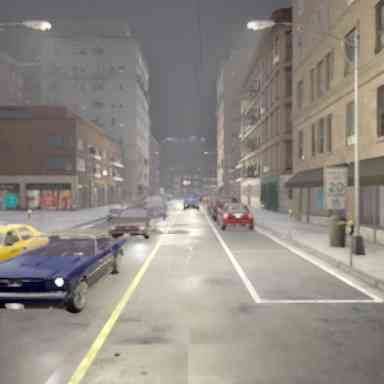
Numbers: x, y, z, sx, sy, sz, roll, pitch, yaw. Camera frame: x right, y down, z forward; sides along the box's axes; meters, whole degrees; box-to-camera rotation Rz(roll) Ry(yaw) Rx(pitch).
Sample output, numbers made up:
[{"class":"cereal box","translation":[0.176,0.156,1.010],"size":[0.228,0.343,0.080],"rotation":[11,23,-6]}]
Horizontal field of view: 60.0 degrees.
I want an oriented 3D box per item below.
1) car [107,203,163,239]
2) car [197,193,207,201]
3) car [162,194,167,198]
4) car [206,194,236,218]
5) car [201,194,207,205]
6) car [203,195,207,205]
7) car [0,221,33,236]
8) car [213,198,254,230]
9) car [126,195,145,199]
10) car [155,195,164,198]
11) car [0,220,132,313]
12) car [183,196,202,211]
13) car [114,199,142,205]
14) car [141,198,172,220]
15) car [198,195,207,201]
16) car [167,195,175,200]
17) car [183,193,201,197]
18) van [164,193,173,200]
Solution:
[{"class":"car","translation":[-2.902,1.514,17.470],"size":[2.033,1.411,5.357],"rotation":[0,0,0]},{"class":"car","translation":[2.421,1.133,82.830],"size":[2.192,1.841,5.009],"rotation":[0,0,0]},{"class":"car","translation":[-5.529,1.417,54.331],"size":[1.752,1.417,4.829],"rotation":[0,0,0]},{"class":"car","translation":[2.568,1.252,26.211],"size":[2.192,1.841,5.009],"rotation":[0,0,0]},{"class":"car","translation":[2.495,1.427,54.521],"size":[2.008,1.369,4.403],"rotation":[0,0,0]},{"class":"car","translation":[2.539,1.438,37.705],"size":[1.752,1.417,4.829],"rotation":[0,0,0]},{"class":"car","translation":[-5.412,1.515,9.035],"size":[1.752,1.417,4.829],"rotation":[0,0,0]},{"class":"car","translation":[2.583,1.390,20.549],"size":[1.967,1.590,4.097],"rotation":[0,0,0]},{"class":"car","translation":[-5.472,1.255,31.853],"size":[2.192,1.841,5.009],"rotation":[0,0,0]},{"class":"car","translation":[-5.515,1.485,48.839],"size":[1.802,1.307,4.206],"rotation":[0,0,0]},{"class":"car","translation":[-2.903,1.588,7.733],"size":[1.895,1.301,4.718],"rotation":[0,0,1]},{"class":"car","translation":[-0.102,1.515,39.034],"size":[1.895,1.301,4.718],"rotation":[0,0,0]},{"class":"car","translation":[-5.456,1.503,26.191],"size":[2.008,1.369,4.403],"rotation":[0,0,0]},{"class":"car","translation":[-2.913,1.471,27.311],"size":[1.812,1.442,4.674],"rotation":[0,0,0]},{"class":"car","translation":[2.436,1.396,77.168],"size":[1.947,1.339,4.313],"rotation":[0,0,0]},{"class":"car","translation":[-5.618,1.387,88.472],"size":[1.947,1.339,4.313],"rotation":[0,0,0]},{"class":"car","translation":[-0.130,1.114,49.336],"size":[2.150,2.045,5.566],"rotation":[0,0,0]},{"class":"van","translation":[-5.574,1.197,71.486],"size":[1.690,1.788,3.998],"rotation":[0,0,0]}]
